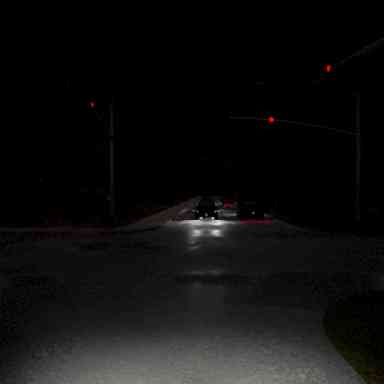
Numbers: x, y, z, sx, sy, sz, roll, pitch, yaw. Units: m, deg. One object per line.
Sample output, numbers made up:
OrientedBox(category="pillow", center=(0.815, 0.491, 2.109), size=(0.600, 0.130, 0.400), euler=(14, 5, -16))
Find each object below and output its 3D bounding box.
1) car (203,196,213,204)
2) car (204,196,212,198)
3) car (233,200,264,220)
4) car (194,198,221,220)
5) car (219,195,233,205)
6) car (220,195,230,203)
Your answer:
OrientedBox(category="car", center=(3.039, 1.487, 63.237), size=(1.837, 1.490, 4.892), euler=(0, 0, 3))
OrientedBox(category="car", center=(2.017, 1.470, 44.122), size=(1.837, 1.490, 4.892), euler=(0, -1, 3))
OrientedBox(category="car", center=(4.837, 1.442, 28.029), size=(1.882, 1.535, 5.008), euler=(0, 0, 3))
OrientedBox(category="car", center=(1.213, 1.490, 27.649), size=(1.812, 1.442, 4.674), euler=(0, 0, 3))
OrientedBox(category="car", center=(6.341, 1.564, 59.053), size=(1.895, 1.301, 4.718), euler=(0, 0, 3))
OrientedBox(category="car", center=(6.824, 1.468, 69.014), size=(1.837, 1.490, 4.892), euler=(0, 0, 3))
